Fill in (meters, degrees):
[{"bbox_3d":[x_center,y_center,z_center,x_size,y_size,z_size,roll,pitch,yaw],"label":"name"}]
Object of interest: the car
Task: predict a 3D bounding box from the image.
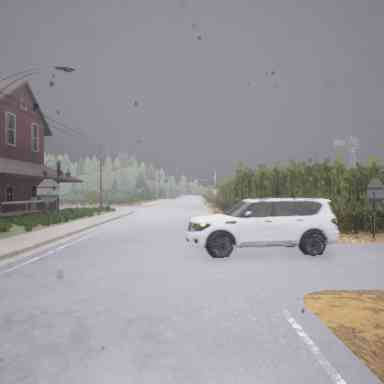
[{"bbox_3d":[2.566,1.222,12.347,5.566,2.045,2.150,0,0,-7],"label":"car"}]
